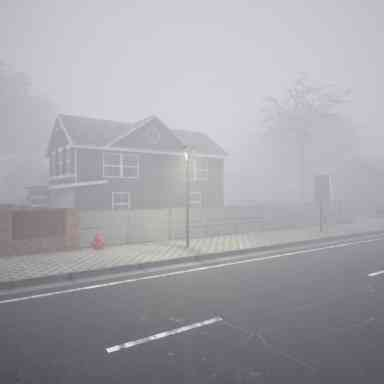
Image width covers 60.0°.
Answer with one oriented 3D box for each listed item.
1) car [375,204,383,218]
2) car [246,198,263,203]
[{"bbox_3d":[17.930,1.507,27.643,2.128,1.511,4.902,0,0,-38],"label":"car"},{"bbox_3d":[8.055,1.537,41.169,2.128,1.511,4.902,0,0,-35],"label":"car"}]
